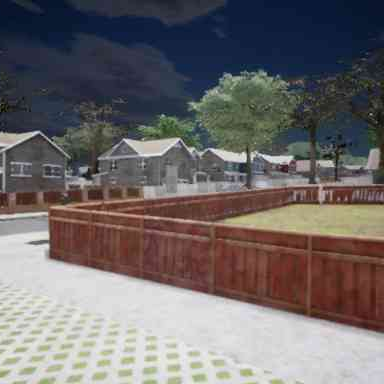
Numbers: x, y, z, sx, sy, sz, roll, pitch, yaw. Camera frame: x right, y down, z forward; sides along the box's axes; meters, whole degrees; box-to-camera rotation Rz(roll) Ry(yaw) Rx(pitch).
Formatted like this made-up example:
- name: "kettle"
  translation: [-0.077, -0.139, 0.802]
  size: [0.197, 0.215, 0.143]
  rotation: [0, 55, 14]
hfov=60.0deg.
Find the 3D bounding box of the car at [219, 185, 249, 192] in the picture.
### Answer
- name: "car"
  translation: [4.844, -0.043, 38.276]
  size: [2.128, 1.511, 4.902]
  rotation: [1, 3, 36]
